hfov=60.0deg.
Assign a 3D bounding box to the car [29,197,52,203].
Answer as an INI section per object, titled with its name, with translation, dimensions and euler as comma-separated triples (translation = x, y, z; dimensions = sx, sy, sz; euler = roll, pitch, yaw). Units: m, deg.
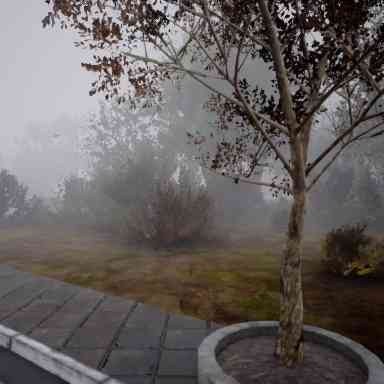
[car]
translation = -19.065, 1.270, 40.631
dimensions = 2.033, 1.411, 5.357
euler = 1, 0, 32
